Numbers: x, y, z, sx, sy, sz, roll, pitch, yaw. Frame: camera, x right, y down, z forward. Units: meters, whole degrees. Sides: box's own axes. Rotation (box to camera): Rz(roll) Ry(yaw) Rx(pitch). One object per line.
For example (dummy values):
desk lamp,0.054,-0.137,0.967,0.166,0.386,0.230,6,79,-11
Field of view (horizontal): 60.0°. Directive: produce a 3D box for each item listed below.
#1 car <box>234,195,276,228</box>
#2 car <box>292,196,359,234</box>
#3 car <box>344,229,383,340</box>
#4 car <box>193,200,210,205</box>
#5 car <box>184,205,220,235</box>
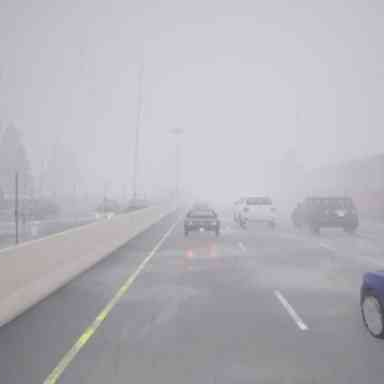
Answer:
car,4.154,1.237,22.577,2.150,2.045,5.566,0,0,2
car,7.570,1.233,19.380,2.150,2.045,5.566,0,0,2
car,3.692,1.479,3.522,1.882,1.535,5.008,0,0,1
car,1.022,1.553,36.677,1.812,1.442,4.674,0,0,2
car,0.559,1.615,19.037,1.895,1.301,4.718,0,0,2
